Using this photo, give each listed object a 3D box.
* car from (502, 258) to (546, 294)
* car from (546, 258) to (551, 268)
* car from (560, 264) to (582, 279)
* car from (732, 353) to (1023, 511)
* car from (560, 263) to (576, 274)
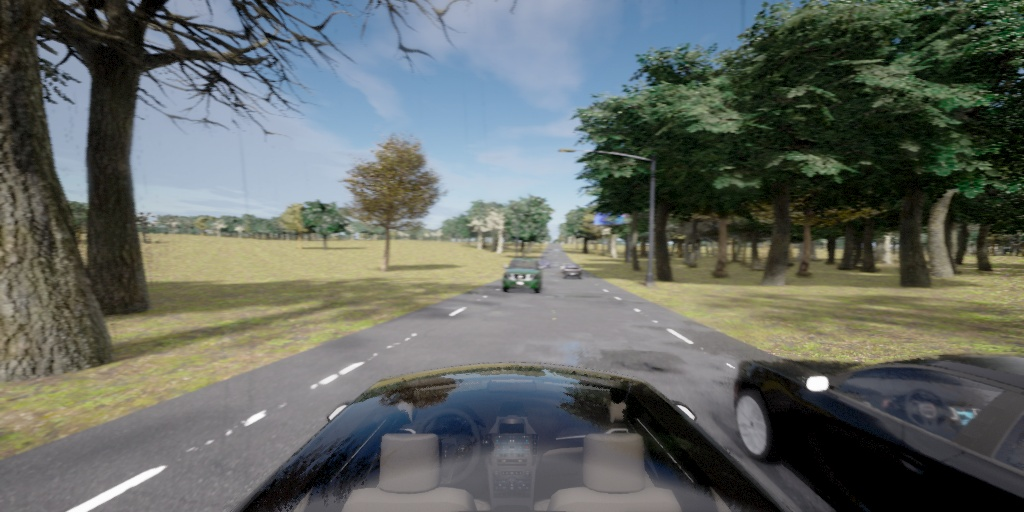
[{"bbox_3d":[0.764,1.155,22.427,2.150,2.045,5.566,2,0,7],"label":"car"},{"bbox_3d":[5.683,1.192,63.644,2.097,1.767,4.553,2,1,7],"label":"car"},{"bbox_3d":[6.253,1.572,37.580,2.128,1.511,4.902,2,0,7],"label":"car"},{"bbox_3d":[3.219,1.332,2.031,1.882,1.535,5.008,2,-1,7],"label":"car"},{"bbox_3d":[7.463,1.669,48.243,1.895,1.301,4.718,2,0,7],"label":"car"}]
